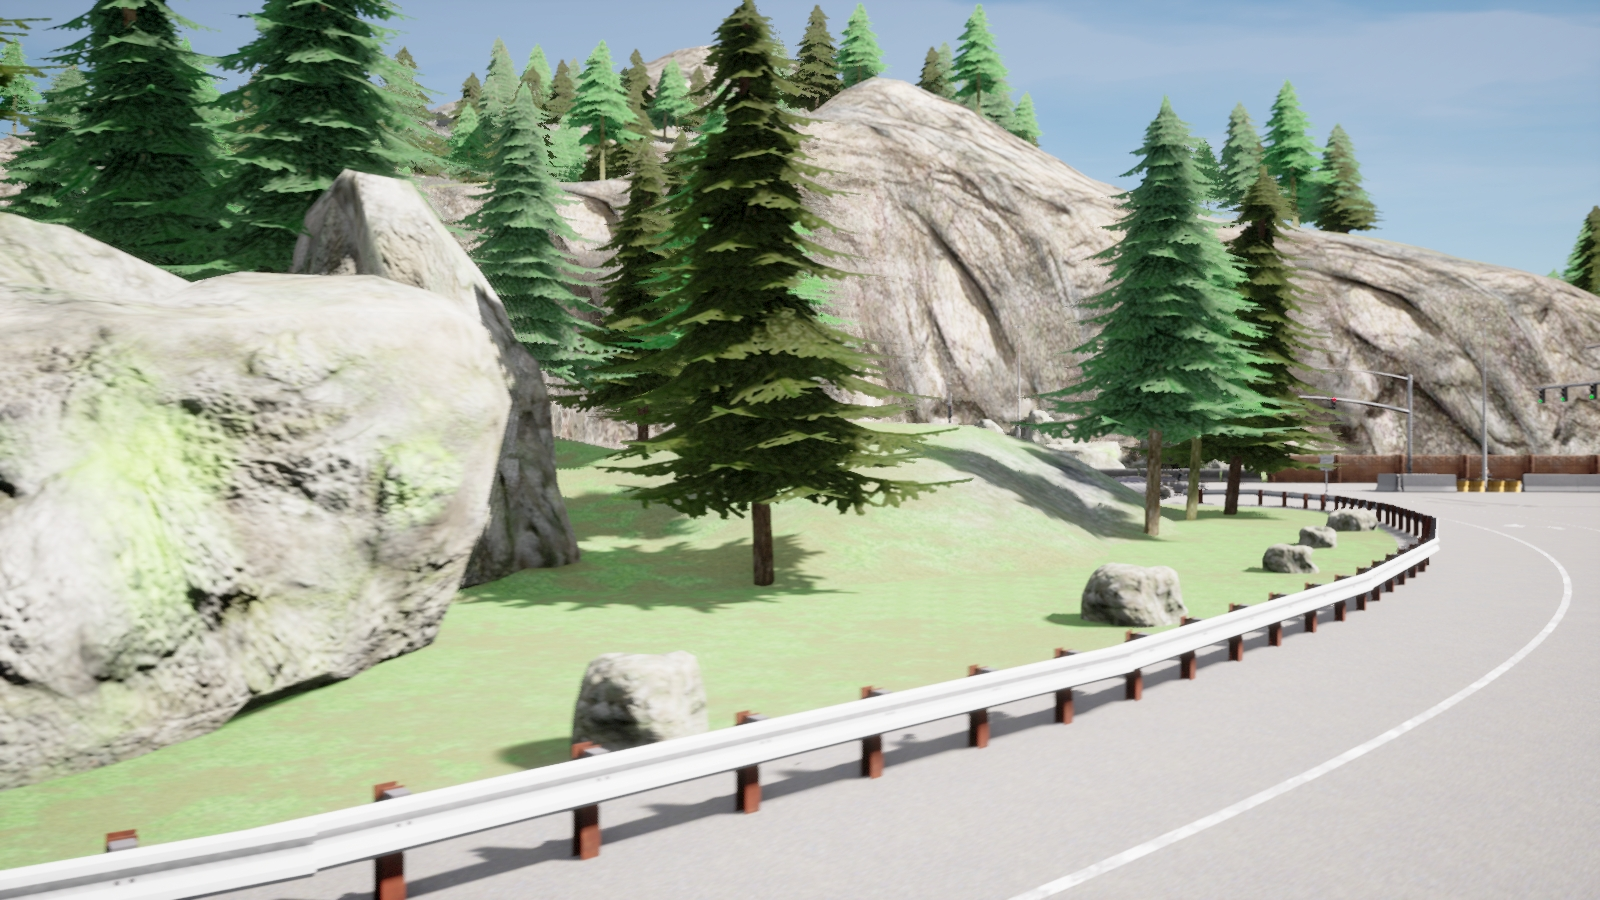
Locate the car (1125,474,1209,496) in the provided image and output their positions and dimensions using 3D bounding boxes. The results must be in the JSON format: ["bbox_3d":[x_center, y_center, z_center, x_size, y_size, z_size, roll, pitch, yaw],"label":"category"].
[{"bbox_3d":[22.876,2.183,71.304,4.718,1.301,1.895,0,0,8],"label":"car"}]

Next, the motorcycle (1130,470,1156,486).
[{"bbox_3d":[27.400,2.216,91.284,1.805,1.236,0.856,0,0,8],"label":"motorcycle"}]

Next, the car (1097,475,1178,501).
[{"bbox_3d":[19.074,2.146,64.758,4.181,1.385,1.994,0,0,8],"label":"car"}]
